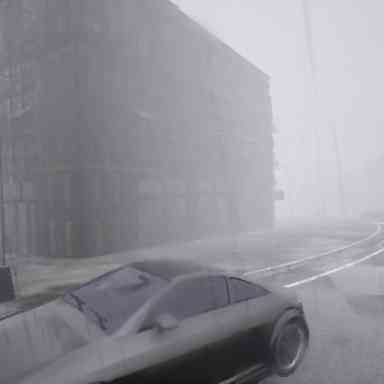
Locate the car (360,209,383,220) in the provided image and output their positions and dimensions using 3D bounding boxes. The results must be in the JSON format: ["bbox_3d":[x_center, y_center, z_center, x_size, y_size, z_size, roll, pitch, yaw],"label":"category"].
[{"bbox_3d":[21.615,2.657,39.443,1.895,1.301,4.718,-1,-3,10],"label":"car"}]

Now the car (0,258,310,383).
[{"bbox_3d":[-0.453,1.577,3.958,4.181,1.385,1.994,0,0,-39],"label":"car"}]
